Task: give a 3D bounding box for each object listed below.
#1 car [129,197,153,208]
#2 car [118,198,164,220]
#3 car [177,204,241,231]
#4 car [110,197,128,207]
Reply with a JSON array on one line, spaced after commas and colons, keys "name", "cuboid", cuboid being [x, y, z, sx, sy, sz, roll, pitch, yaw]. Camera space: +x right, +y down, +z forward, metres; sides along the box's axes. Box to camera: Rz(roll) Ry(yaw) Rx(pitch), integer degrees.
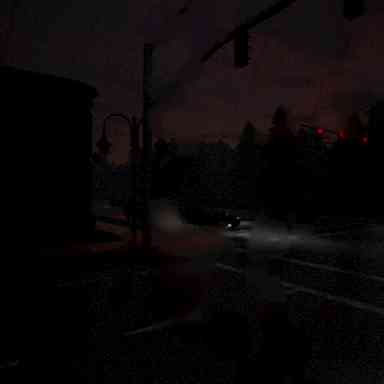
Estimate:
[{"name": "car", "cuboid": [-8.287, 1.658, 53.548, 1.837, 1.490, 4.892, 0, 0, -35]}, {"name": "car", "cuboid": [-4.348, 1.576, 29.299, 2.128, 1.511, 4.902, 0, 0, -35]}, {"name": "car", "cuboid": [0.990, 1.684, 21.660, 1.895, 1.301, 4.718, 0, 0, -35]}, {"name": "car", "cuboid": [-10.851, 1.483, 51.104, 2.097, 1.767, 4.553, 0, 0, -35]}]
